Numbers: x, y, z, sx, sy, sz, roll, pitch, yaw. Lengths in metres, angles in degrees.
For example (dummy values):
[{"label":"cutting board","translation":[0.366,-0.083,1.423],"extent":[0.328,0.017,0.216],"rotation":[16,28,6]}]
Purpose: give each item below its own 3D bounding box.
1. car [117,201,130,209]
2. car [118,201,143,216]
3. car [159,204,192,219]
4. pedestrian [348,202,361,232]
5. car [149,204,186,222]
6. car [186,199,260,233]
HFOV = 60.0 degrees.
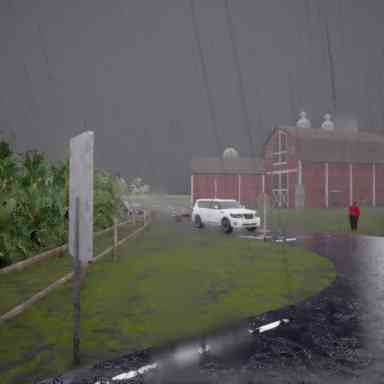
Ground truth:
[{"label":"car","translation":[-12.977,2.452,63.149],"extent":[1.882,1.535,5.008],"rotation":[0,-1,-18]},{"label":"car","translation":[-7.076,2.079,39.762],"extent":[1.837,1.490,4.892],"rotation":[1,-1,-25]},{"label":"car","translation":[-1.791,2.064,35.464],"extent":[1.994,1.385,4.181],"rotation":[1,-1,-26]},{"label":"pedestrian","translation":[9.930,1.489,20.395],"extent":[0.375,1.860,0.375],"rotation":[0,0,-32]},{"label":"car","translation":[-2.642,1.914,30.672],"extent":[1.837,1.490,4.892],"rotation":[1,-1,-27]},{"label":"car","translation":[2.059,1.468,22.078],"extent":[2.150,2.045,5.566],"rotation":[1,-1,-30]}]
